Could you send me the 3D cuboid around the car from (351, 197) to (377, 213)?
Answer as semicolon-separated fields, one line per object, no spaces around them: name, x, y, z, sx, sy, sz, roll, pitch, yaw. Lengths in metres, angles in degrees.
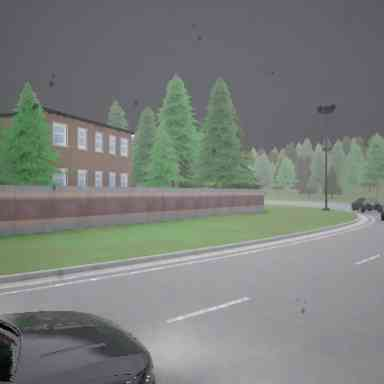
car;19.849;1.387;38.044;2.097;1.767;4.553;0;0;9

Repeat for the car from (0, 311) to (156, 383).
car;-2.551;1.502;2.097;4.892;1.490;1.837;1;0;-35

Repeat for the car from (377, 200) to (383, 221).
car;16.658;1.378;27.273;2.097;1.767;4.553;0;0;28
